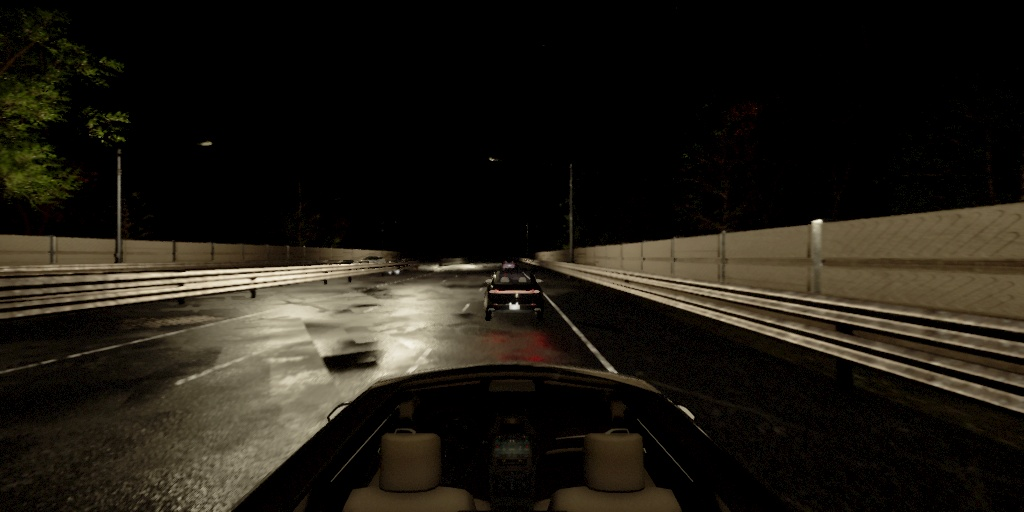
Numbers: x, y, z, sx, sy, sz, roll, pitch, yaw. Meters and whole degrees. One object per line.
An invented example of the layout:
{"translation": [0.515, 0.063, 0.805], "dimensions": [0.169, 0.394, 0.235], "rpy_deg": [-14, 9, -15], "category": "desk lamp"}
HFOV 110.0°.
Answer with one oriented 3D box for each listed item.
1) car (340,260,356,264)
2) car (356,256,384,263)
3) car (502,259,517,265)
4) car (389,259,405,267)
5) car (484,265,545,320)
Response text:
{"translation": [-25.175, 1.311, 55.947], "dimensions": [2.033, 1.411, 5.357], "rpy_deg": [0, 0, -1], "category": "car"}
{"translation": [-21.685, 0.985, 55.984], "dimensions": [2.150, 2.045, 5.566], "rpy_deg": [0, 0, -1], "category": "car"}
{"translation": [-0.321, 1.192, 44.921], "dimensions": [2.033, 1.649, 4.856], "rpy_deg": [0, 0, -1], "category": "car"}
{"translation": [-18.216, 1.256, 57.291], "dimensions": [2.128, 1.511, 4.902], "rpy_deg": [0, 0, -1], "category": "car"}
{"translation": [0.063, 1.244, 12.629], "dimensions": [2.128, 1.511, 4.902], "rpy_deg": [0, 0, 0], "category": "car"}
